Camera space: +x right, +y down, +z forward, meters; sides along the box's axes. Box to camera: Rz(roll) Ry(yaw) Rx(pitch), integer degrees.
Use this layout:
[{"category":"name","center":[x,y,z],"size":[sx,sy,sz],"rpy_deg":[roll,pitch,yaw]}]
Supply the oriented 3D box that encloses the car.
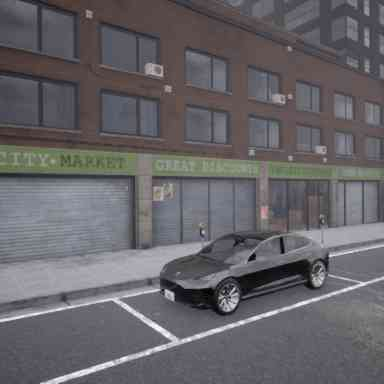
[{"category":"car","center":[1.346,1.565,7.511],"size":[4.313,1.339,1.947],"rpy_deg":[0,-1,-36]}]
